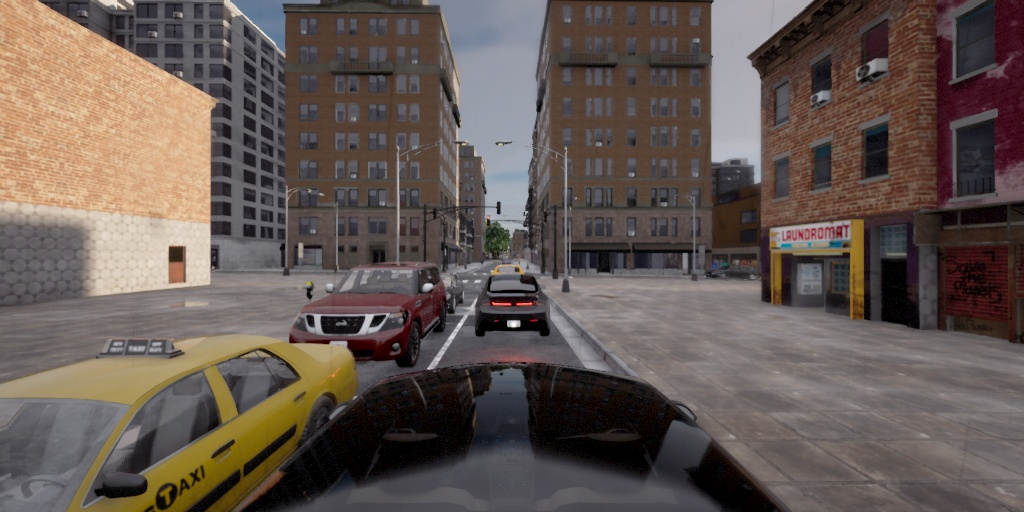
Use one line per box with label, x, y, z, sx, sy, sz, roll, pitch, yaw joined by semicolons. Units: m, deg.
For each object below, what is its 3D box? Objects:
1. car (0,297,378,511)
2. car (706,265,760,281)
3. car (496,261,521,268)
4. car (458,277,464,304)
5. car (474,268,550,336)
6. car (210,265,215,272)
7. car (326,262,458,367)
car;-2.629;1.275;2.279;1.751;1.417;4.829;0;0;-1
car;22.123;1.642;35.948;4.892;1.490;1.837;1;0;-1
car;-0.210;1.228;20.373;1.882;1.535;5.008;0;0;-1
car;-2.824;1.301;13.676;2.007;1.370;4.403;0;0;-1
car;-0.029;1.255;10.358;1.837;1.490;4.892;0;0;-2
car;-29.909;0.946;32.126;5.357;1.411;2.033;1;0;-1
car;-2.728;1.064;8.062;2.192;1.841;5.009;0;0;-1
